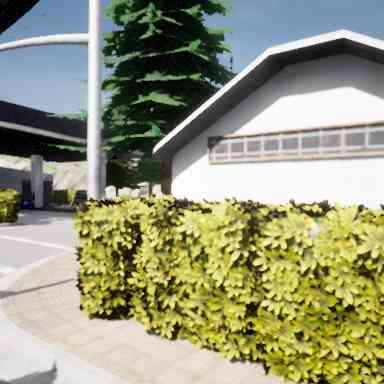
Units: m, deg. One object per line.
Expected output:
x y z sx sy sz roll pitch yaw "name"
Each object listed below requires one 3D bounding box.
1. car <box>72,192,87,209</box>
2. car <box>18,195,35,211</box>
-11.097 0.968 35.639 3.866 1.878 1.905 1 0 35 "car"
-17.905 1.085 33.510 4.611 1.667 2.242 1 0 35 "car"
